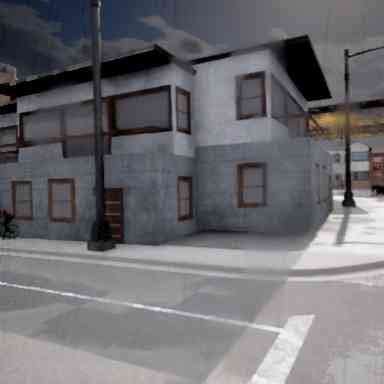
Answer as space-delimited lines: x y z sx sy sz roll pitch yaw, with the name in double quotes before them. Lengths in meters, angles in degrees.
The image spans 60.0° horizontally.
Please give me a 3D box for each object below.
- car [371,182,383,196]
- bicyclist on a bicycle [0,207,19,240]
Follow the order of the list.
"car" 19.936 -0.359 33.039 1.882 1.535 5.008 -1 2 -4
"bicyclist on a bicycle" -8.456 1.372 14.782 0.582 1.620 1.656 -2 1 27
